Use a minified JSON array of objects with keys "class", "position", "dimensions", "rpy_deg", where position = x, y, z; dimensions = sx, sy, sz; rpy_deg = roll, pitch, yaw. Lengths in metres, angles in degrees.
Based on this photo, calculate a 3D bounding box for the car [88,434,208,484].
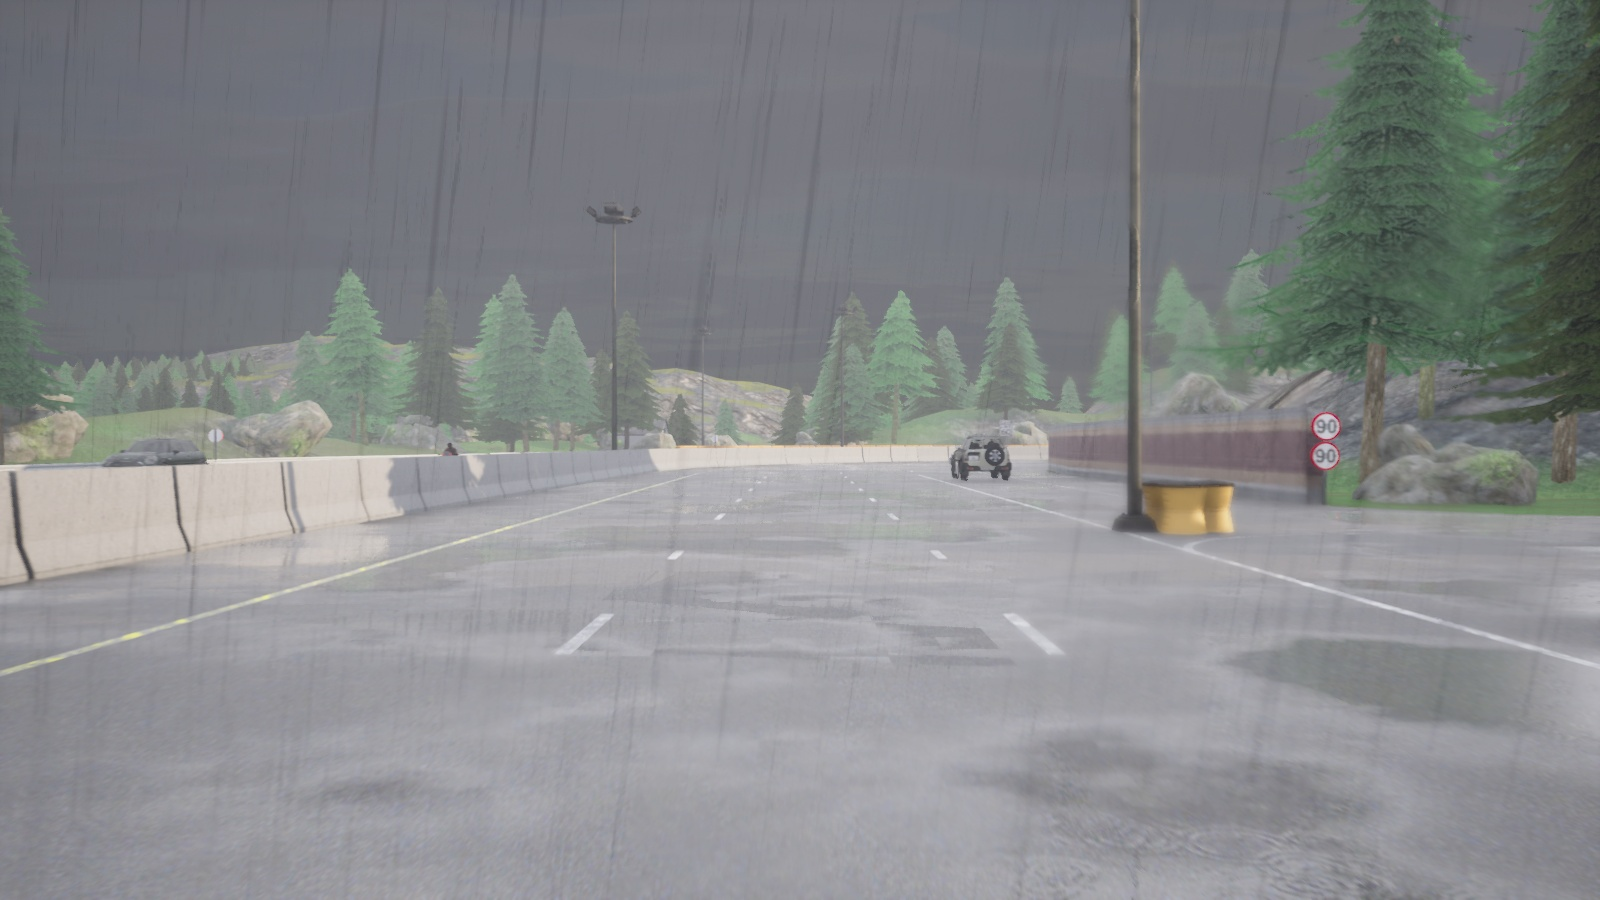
[{"class":"car","position":[-24.293,0.319,47.001],"dimensions":[2.097,1.767,4.553],"rpy_deg":[0,0,0]}]

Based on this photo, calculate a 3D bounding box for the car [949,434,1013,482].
[{"class":"car","position":[7.221,0.283,50.600],"dimensions":[1.932,1.855,4.605],"rpy_deg":[0,0,0]}]
